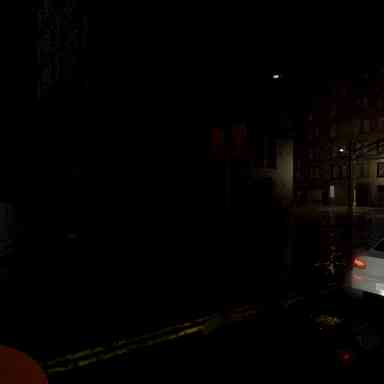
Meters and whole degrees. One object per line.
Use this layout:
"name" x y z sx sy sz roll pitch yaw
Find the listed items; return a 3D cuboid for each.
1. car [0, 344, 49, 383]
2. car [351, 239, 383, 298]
"car" -3.161 1.477 1.190 5.008 1.535 1.882 0 0 -35
"car" 5.271 1.528 7.195 4.674 1.442 1.812 0 0 -35
